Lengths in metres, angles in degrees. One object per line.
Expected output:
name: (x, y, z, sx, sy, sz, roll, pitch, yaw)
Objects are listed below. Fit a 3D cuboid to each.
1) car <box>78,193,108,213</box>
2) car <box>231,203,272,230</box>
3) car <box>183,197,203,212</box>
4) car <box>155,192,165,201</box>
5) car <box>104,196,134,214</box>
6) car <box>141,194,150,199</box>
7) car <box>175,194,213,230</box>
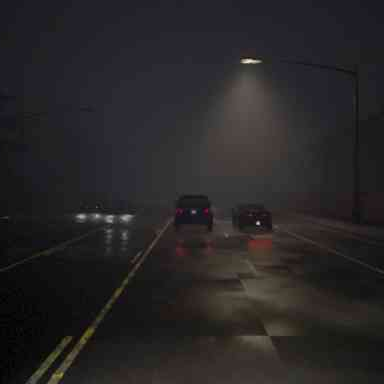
car: (-10.599, 1.105, 36.431, 2.150, 2.045, 5.566, 0, 0, 0)
car: (3.597, 1.440, 20.529, 1.837, 1.490, 4.892, 0, 0, 0)
car: (0.095, 1.370, 38.613, 2.128, 1.511, 4.902, 0, 0, 0)
car: (-7.219, 0.925, 75.666, 2.150, 2.045, 5.566, 0, 0, -2)
car: (-7.100, 1.399, 33.658, 1.837, 1.490, 4.892, 0, 0, 0)
car: (-10.791, 1.116, 76.981, 1.812, 1.442, 4.674, 0, 0, -4)
car: (0.097, 1.157, 20.555, 2.150, 2.045, 5.566, 0, 0, 0)
